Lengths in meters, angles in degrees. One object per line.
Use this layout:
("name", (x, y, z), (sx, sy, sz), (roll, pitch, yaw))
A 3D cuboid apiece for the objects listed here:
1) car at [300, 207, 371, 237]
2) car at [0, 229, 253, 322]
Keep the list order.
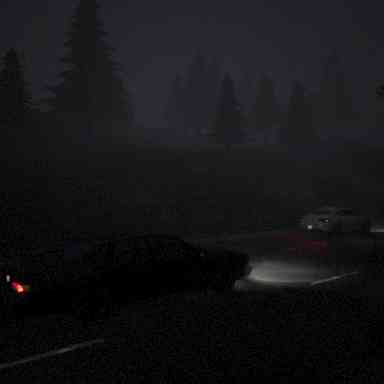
("car", (7.742, 1.515, 17.871), (4.674, 1.442, 1.812), (0, 0, -35))
("car", (-1.135, 1.545, 7.235), (5.357, 1.411, 2.033), (0, 0, -35))
